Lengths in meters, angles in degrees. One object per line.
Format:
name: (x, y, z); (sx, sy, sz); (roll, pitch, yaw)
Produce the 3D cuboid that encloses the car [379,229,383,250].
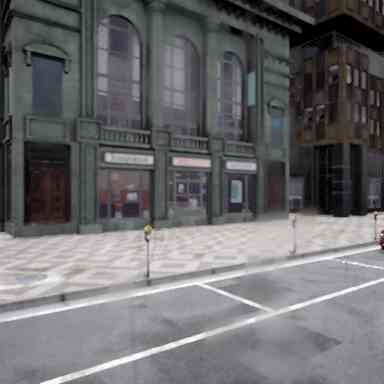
car: (9.169, 1.595, 13.188); (4.507, 1.381, 1.887); (0, 0, -35)
